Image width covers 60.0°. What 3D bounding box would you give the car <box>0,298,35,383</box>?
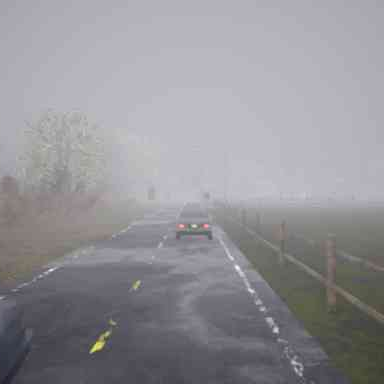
[{"bbox_3d":[-2.750,1.556,1.535,2.033,1.411,5.357,0,0,0],"label":"car"}]

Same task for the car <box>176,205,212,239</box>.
[{"bbox_3d":[0.100,1.626,17.835,2.033,1.411,5.357,0,0,0],"label":"car"}]

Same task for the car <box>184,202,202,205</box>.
[{"bbox_3d":[0.104,1.695,33.075,1.994,1.385,4.181,0,0,0],"label":"car"}]
